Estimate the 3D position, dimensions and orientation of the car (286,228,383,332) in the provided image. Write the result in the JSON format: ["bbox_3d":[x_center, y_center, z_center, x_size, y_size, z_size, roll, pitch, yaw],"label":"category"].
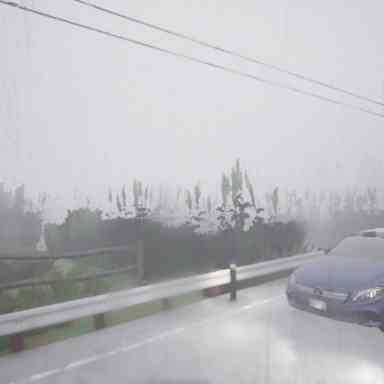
[{"bbox_3d":[3.926,1.524,6.838,4.674,1.442,1.812,-2,-2,-36],"label":"car"}]
